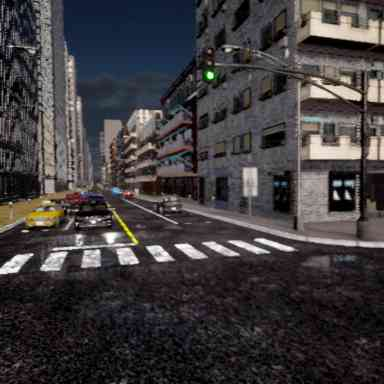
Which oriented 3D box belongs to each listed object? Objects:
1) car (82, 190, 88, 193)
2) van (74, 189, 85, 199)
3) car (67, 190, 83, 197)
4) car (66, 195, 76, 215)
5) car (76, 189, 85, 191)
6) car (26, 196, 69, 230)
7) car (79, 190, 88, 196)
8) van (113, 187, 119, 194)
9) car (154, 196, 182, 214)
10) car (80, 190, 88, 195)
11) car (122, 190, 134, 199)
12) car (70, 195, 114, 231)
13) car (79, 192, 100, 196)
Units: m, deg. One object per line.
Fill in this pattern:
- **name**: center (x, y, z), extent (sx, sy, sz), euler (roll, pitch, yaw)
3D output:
- **car**: center (-11.089, 0.880, 37.845), extent (2.033, 1.411, 5.357), euler (-1, 1, -16)
- **van**: center (-21.168, 0.285, 62.742), extent (1.690, 1.788, 3.998), euler (-2, 2, -16)
- **car**: center (-14.803, 0.865, 41.044), extent (1.887, 1.381, 4.507), euler (-2, 2, -16)
- **car**: center (-10.033, 1.168, 24.768), extent (1.947, 1.339, 4.313), euler (-2, 2, -16)
- **car**: center (-17.983, 0.677, 51.895), extent (1.887, 1.381, 4.507), euler (-2, 2, -16)
- **car**: center (-8.397, 1.224, 19.178), extent (1.752, 1.417, 4.829), euler (-2, 2, -16)
- **car**: center (-27.521, 0.120, 84.450), extent (2.008, 1.369, 4.403), euler (-2, 2, -16)
- **van**: center (-21.077, -0.356, 92.225), extent (1.690, 1.788, 3.998), euler (-2, 2, -16)
- **car**: center (-1.993, 0.979, 27.121), extent (2.008, 1.369, 4.403), euler (-2, 2, -16)
- **car**: center (-29.110, 0.058, 89.877), extent (1.802, 1.307, 4.206), euler (-2, 2, -16)
- **car**: center (-11.535, 0.304, 59.672), extent (1.967, 1.590, 4.097), euler (-2, 2, -16)
- **car**: center (-5.480, 1.174, 18.512), extent (1.837, 1.490, 4.892), euler (-1, 1, -16)
- **car**: center (-8.217, 1.032, 27.865), extent (1.812, 1.442, 4.674), euler (-1, 1, -16)
